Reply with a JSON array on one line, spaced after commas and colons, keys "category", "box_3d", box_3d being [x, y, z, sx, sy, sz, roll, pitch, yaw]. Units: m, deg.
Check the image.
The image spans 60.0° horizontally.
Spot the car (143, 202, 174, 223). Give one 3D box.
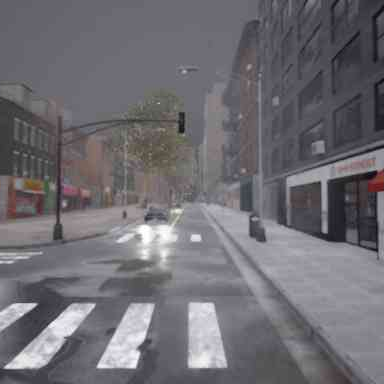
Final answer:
[{"category": "car", "box_3d": [-2.749, 1.734, 26.974, 1.895, 1.301, 4.718, 0, 0, 0]}]

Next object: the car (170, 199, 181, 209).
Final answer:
[{"category": "car", "box_3d": [-2.745, 1.865, 53.051, 2.128, 1.511, 4.902, 0, -1, 0]}]
